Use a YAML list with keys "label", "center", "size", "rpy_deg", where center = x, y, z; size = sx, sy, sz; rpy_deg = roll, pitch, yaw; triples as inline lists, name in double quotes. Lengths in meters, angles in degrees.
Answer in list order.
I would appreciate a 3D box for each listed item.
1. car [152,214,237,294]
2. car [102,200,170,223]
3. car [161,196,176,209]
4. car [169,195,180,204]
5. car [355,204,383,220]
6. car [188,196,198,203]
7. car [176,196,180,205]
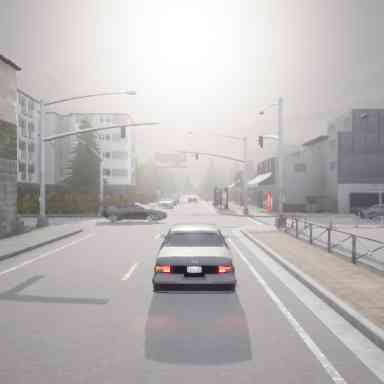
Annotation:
- label: "car"
  center: [0.067, 1.547, 8.944]
  size: [2.033, 1.411, 5.357]
  rpy_deg: [0, 0, 1]
- label: "car"
  center: [-4.400, 1.558, 25.601]
  size: [4.902, 1.511, 2.128]
  rpy_deg: [0, -1, 0]
- label: "car"
  center: [-3.561, 1.526, 45.849]
  size: [1.812, 1.442, 4.674]
  rpy_deg: [0, 0, 0]
- label: "car"
  center: [-3.479, 1.477, 65.994]
  size: [1.882, 1.535, 5.008]
  rpy_deg: [0, 0, 0]
- label: "car"
  center: [16.739, 1.740, 29.327]
  size: [4.181, 1.385, 1.994]
  rpy_deg: [0, 0, 0]
- label: "car"
  center: [0.156, 1.525, 68.830]
  size: [1.812, 1.442, 4.674]
  rpy_deg: [0, 0, 0]
- label: "car"
  center: [-3.541, 1.505, 55.853]
  size: [1.837, 1.490, 4.892]
  rpy_deg: [0, 0, 0]
